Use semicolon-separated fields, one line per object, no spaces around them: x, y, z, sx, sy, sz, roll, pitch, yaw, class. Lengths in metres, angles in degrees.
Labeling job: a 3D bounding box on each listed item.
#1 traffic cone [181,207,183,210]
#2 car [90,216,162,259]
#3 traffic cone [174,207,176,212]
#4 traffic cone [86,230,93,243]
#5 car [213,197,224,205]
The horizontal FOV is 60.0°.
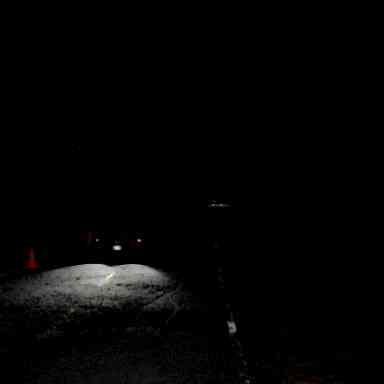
-1.345;2.131;45.268;0.340;0.580;0.340;0;0;9;traffic cone
-2.329;1.613;12.707;1.994;1.385;4.181;0;0;3;car
-2.113;2.112;40.280;0.340;0.580;0.340;0;0;8;traffic cone
-4.643;2.012;15.180;0.340;0.580;0.340;0;0;3;traffic cone
5.313;1.769;66.853;1.837;1.490;4.892;0;-1;10;car
